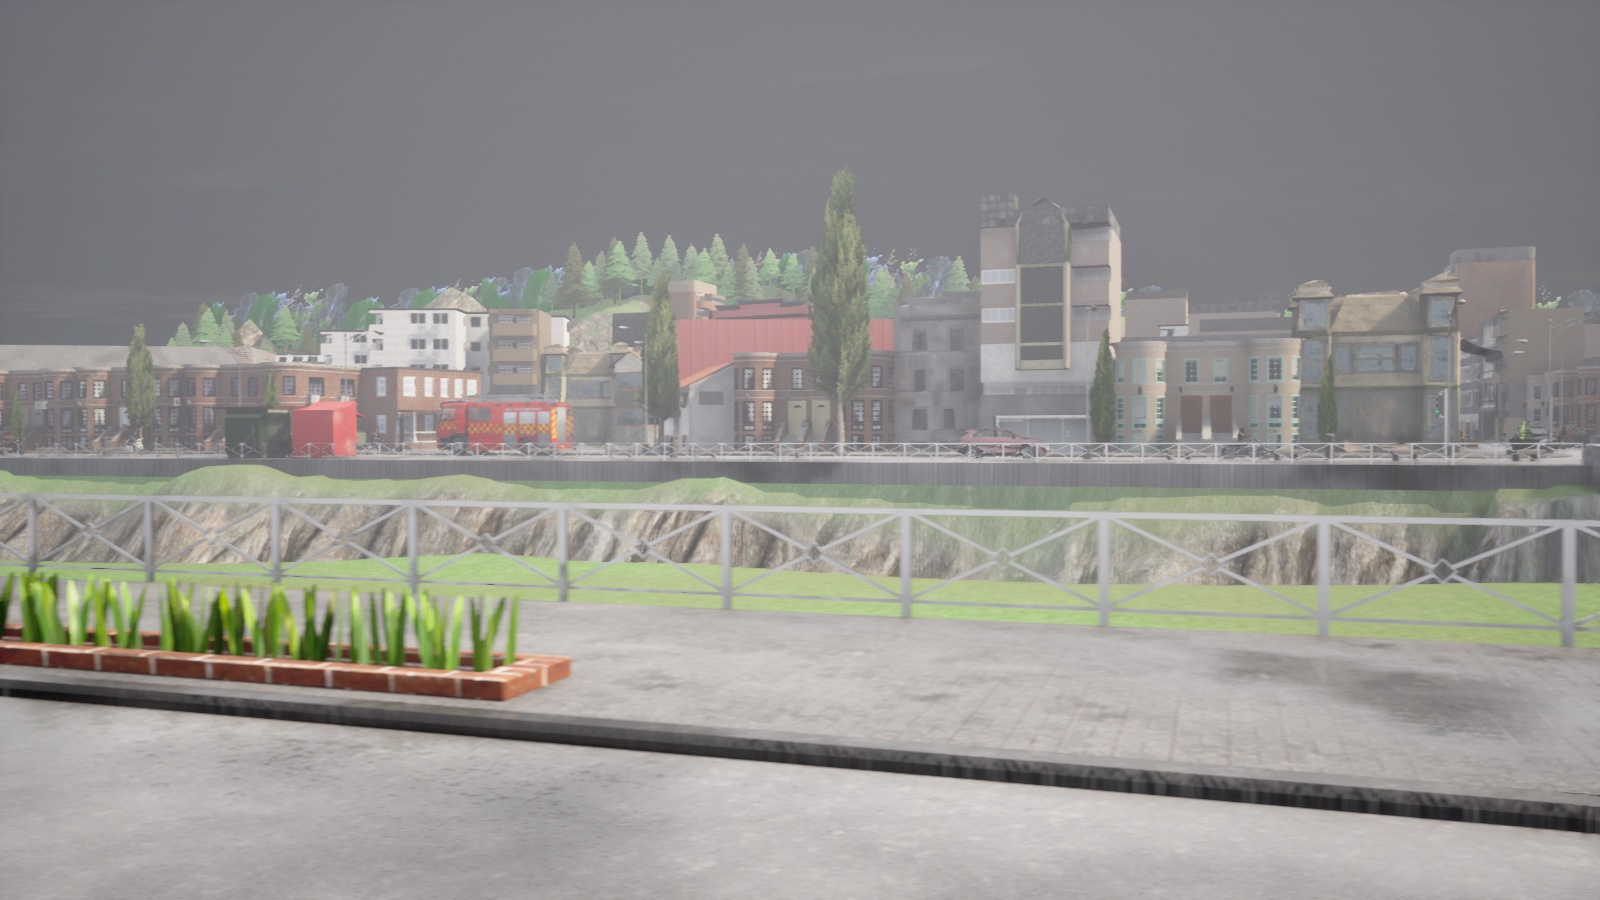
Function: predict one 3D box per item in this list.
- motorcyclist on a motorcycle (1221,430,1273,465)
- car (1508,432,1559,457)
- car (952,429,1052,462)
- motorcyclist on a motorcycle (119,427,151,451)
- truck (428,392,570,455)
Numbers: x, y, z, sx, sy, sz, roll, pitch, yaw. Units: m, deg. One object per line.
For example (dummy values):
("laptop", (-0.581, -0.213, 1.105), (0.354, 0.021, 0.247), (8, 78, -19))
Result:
("motorcyclist on a motorcycle", (21.883, -0.125, 61.474), (2.350, 1.649, 0.766), (1, 1, 19))
("car", (49.168, -0.405, 84.269), (2.033, 1.649, 4.856), (1, 1, 19))
("car", (10.519, -0.250, 65.287), (4.856, 1.649, 2.033), (1, 1, 19))
("motorcyclist on a motorcycle", (-44.311, -0.734, 83.684), (1.817, 1.590, 0.866), (1, 1, 19))
("truck", (-19.028, -1.686, 79.403), (8.468, 3.827, 2.891), (1, 1, 19))
